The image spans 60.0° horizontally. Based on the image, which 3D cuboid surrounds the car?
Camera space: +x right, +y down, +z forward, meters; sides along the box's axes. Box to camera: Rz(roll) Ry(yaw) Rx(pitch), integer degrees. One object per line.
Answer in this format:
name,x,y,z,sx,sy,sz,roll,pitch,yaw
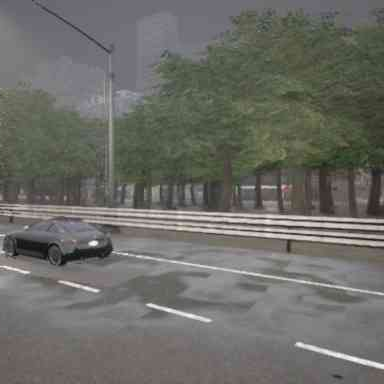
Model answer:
car,-4.700,1.577,11.525,4.181,1.385,1.994,0,0,36
